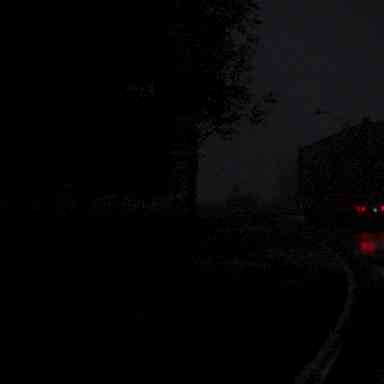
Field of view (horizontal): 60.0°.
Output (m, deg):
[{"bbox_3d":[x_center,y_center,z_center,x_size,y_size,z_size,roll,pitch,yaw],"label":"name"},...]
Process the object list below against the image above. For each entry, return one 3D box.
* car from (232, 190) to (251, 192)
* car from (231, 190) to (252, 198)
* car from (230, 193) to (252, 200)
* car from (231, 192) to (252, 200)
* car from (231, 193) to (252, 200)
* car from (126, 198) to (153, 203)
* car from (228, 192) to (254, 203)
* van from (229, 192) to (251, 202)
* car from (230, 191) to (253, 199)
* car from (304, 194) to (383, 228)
[{"bbox_3d":[9.786,1.072,66.357,4.553,1.767,2.185,-1,0,9],"label":"car"},{"bbox_3d":[13.193,0.634,88.457,5.566,2.045,2.435,-1,1,9],"label":"car"},{"bbox_3d":[11.495,1.048,77.475,5.008,1.535,2.097,-1,1,9],"label":"car"},{"bbox_3d":[11.079,0.965,74.599,4.553,1.767,2.185,-1,1,9],"label":"car"},{"bbox_3d":[11.918,1.009,80.095,4.892,1.521,2.231,-1,1,9],"label":"car"},{"bbox_3d":[-10.683,1.285,65.919,4.553,1.767,2.185,-1,0,9],"label":"car"},{"bbox_3d":[8.884,1.277,60.998,4.792,1.488,2.163,-1,0,9],"label":"car"},{"bbox_3d":[10.089,0.941,69.251,4.442,1.987,1.878,-1,1,9],"label":"van"},{"bbox_3d":[12.369,0.716,82.833,5.566,2.045,2.435,-1,1,9],"label":"car"},{"bbox_3d":[9.603,1.132,21.424,2.150,2.045,5.566,0,0,-17],"label":"car"}]
